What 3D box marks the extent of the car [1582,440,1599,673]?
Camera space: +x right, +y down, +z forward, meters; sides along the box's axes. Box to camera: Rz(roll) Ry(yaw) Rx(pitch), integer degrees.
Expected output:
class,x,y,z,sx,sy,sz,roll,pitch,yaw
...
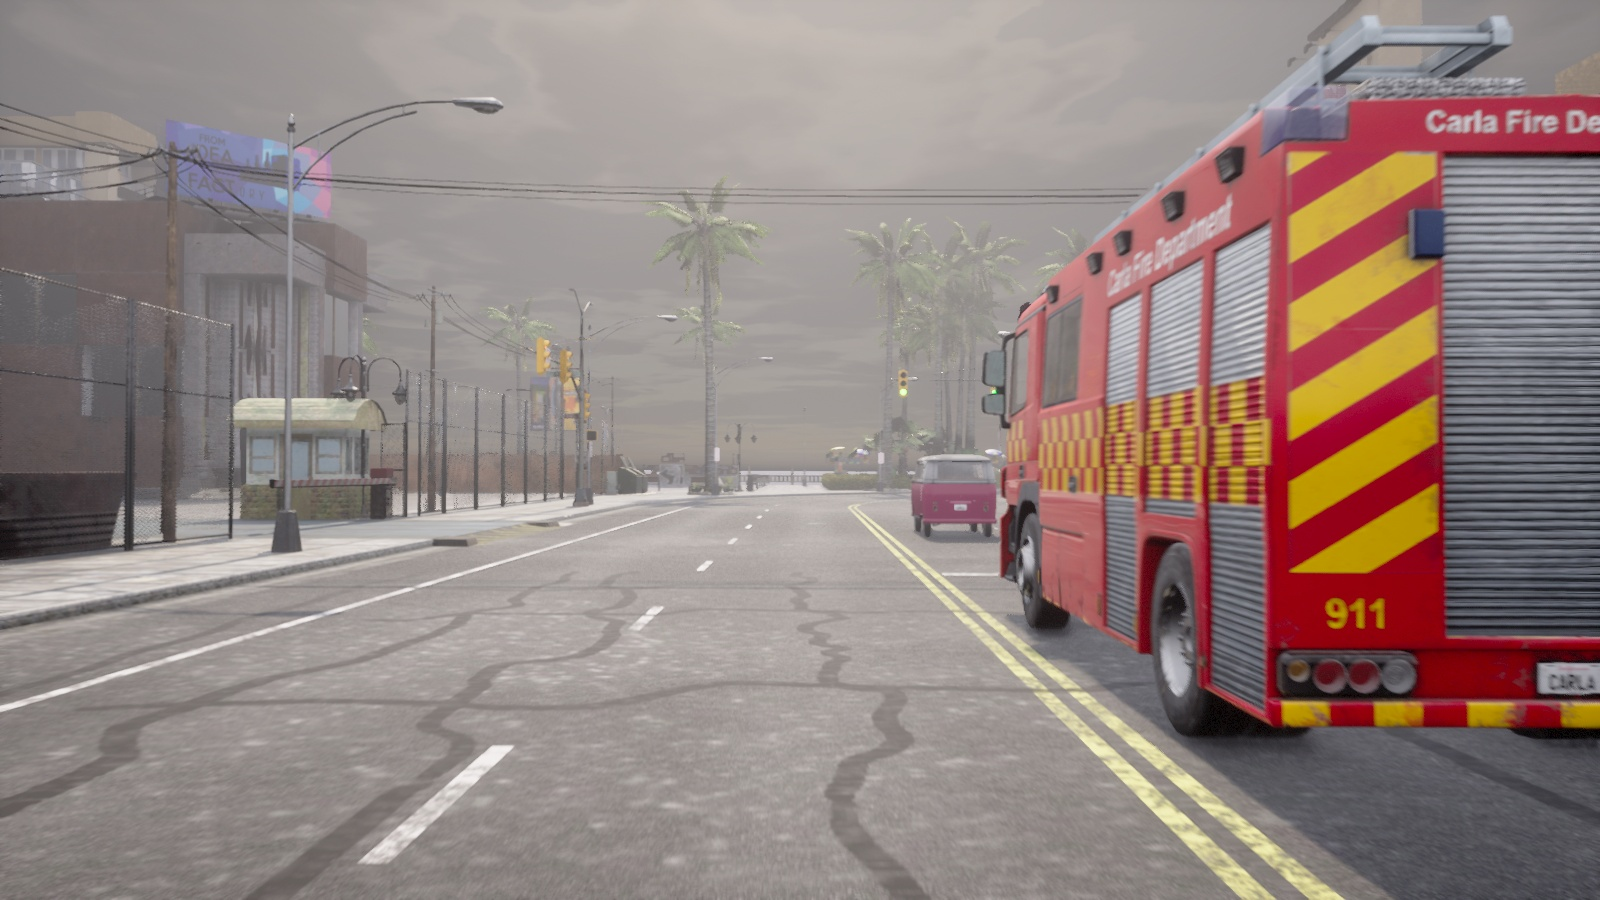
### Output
class,x,y,z,sx,sy,sz,roll,pitch,yaw
car,7.083,0.768,7.420,2.097,1.767,4.553,0,-1,0

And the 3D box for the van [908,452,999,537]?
class,x,y,z,sx,sy,sz,roll,pitch,yaw
van,3.783,1.082,31.676,1.775,1.987,4.442,0,-1,0

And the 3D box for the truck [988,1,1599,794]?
class,x,y,z,sx,sy,sz,roll,pitch,yaw
truck,3.603,-0.192,10.298,2.891,3.827,8.468,0,-1,0
